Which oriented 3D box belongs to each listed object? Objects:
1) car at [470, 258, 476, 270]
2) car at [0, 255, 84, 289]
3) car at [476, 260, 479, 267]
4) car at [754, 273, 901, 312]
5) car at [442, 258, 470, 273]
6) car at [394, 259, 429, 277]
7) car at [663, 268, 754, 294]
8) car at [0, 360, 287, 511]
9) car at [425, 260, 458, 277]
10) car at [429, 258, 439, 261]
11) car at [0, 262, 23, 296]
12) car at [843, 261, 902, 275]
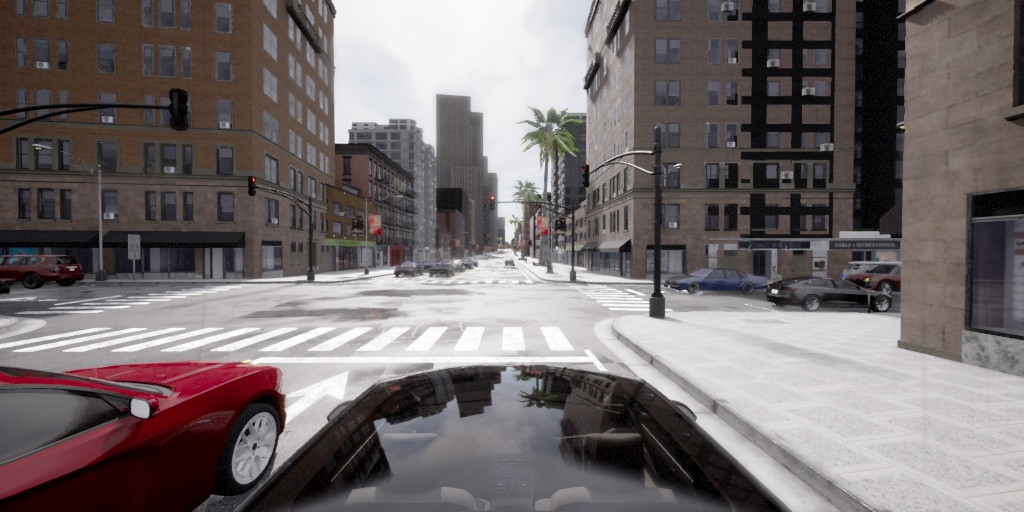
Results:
[{"bbox_3d":[-6.974,1.081,53.757,2.097,1.767,4.553,0,0,-1],"label":"car"},{"bbox_3d":[-27.278,0.836,19.926,5.009,1.841,2.192,0,0,-9],"label":"car"},{"bbox_3d":[-7.010,1.315,63.632,1.895,1.301,4.718,0,0,0],"label":"car"},{"bbox_3d":[12.864,1.513,14.727,4.313,1.339,1.948,0,0,0],"label":"car"},{"bbox_3d":[-6.911,1.229,44.538,2.128,1.511,4.902,0,0,0],"label":"car"},{"bbox_3d":[-10.098,1.289,35.661,2.033,1.411,5.357,0,0,-1],"label":"car"},{"bbox_3d":[11.707,1.400,20.673,5.357,1.411,2.033,0,1,0],"label":"car"},{"bbox_3d":[-3.144,1.228,1.490,1.882,1.535,5.008,0,0,1],"label":"car"},{"bbox_3d":[-6.844,1.342,35.326,1.895,1.301,4.718,0,0,0],"label":"car"},{"bbox_3d":[-10.168,1.089,45.197,2.097,1.767,4.553,0,0,0],"label":"car"},{"bbox_3d":[-24.033,1.126,14.592,4.892,1.490,1.837,1,1,-9],"label":"car"},{"bbox_3d":[21.962,1.284,20.683,4.553,1.767,2.097,0,1,0],"label":"car"}]
